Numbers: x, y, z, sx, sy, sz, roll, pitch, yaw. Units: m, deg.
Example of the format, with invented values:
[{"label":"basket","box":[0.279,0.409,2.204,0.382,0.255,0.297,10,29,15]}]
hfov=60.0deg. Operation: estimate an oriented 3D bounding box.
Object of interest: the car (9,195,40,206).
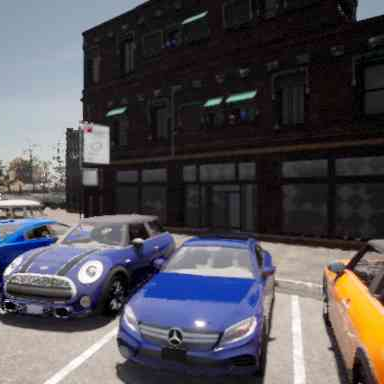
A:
[{"label":"car","box":[-29.062,1.492,57.721,4.553,1.767,2.185,-1,-1,14]}]

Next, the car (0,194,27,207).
[{"label":"car","box":[-30.717,1.368,55.220,5.566,2.045,2.435,-1,-1,14]}]

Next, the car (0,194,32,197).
[{"label":"car","box":[-21.908,1.325,38.106,5.566,2.045,2.435,1,0,15]}]

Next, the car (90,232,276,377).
[{"label":"car","box":[0.451,1.526,5.844,2.002,1.452,4.674,0,-1,16]}]

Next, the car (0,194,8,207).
[{"label":"car","box":[-32.484,1.371,52.721,5.566,2.045,2.435,-1,0,15]}]

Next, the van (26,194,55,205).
[{"label":"van","box":[-27.436,1.391,60.222,4.442,1.987,1.878,-1,0,14]}]

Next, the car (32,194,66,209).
[{"label":"car","box":[-18.613,1.320,42.981,5.566,2.045,2.435,1,1,15]}]

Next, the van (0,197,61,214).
[{"label":"van","box":[-6.810,1.285,11.260,1.878,1.987,4.442,0,-1,16]}]

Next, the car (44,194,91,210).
[{"label":"car","box":[-16.936,1.318,45.419,5.566,2.045,2.435,1,1,15]}]

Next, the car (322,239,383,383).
[{"label":"car","box":[2.863,1.353,4.046,2.185,1.767,4.553,0,-1,16]}]

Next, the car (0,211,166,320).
[{"label":"car","box":[-1.962,1.368,7.641,2.185,1.767,4.553,0,-1,16]}]
